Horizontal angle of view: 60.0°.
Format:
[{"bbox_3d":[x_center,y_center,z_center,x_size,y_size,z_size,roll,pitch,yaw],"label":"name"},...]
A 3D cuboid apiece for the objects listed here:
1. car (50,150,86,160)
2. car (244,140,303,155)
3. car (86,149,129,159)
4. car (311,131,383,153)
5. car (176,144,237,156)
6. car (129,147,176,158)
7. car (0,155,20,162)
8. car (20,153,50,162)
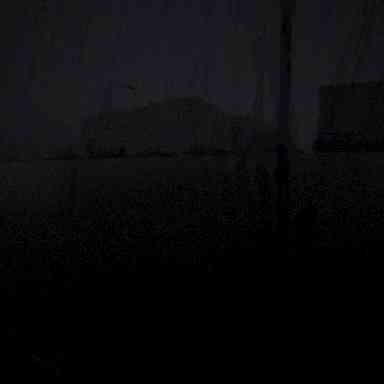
[{"bbox_3d":[-13.155,-3.926,37.109,4.553,1.767,2.185,2,1,31],"label":"car"},{"bbox_3d":[6.611,-3.404,26.798,4.553,1.767,2.185,2,1,26],"label":"car"},{"bbox_3d":[-8.164,-3.642,34.308,4.792,1.488,2.163,1,1,29],"label":"car"},{"bbox_3d":[11.711,-3.362,24.459,5.566,2.045,2.435,2,1,25],"label":"car"},{"bbox_3d":[1.531,-3.424,29.242,4.892,1.521,2.231,1,1,27],"label":"car"},{"bbox_3d":[-3.301,-3.508,31.701,4.674,1.452,2.002,1,1,28],"label":"car"},{"bbox_3d":[-22.620,-4.010,42.855,4.674,1.452,2.002,2,1,33],"label":"car"},{"bbox_3d":[-17.909,-3.925,39.925,5.008,1.535,2.097,2,1,32],"label":"car"}]
